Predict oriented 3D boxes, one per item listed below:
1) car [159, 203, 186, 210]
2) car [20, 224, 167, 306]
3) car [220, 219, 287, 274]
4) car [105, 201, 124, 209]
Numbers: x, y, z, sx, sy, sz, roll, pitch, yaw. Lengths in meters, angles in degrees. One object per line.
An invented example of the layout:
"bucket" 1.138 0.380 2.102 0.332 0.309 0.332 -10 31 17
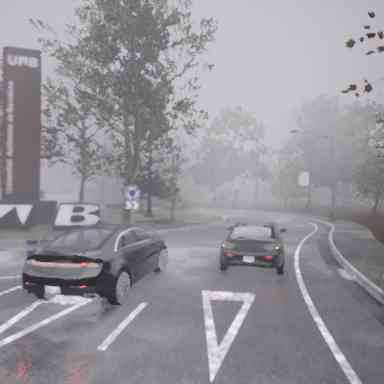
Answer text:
"car" -2.960 1.974 51.045 4.181 1.385 1.994 0 -1 29
"car" -1.999 1.535 8.250 2.128 1.511 4.902 0 0 11
"car" 2.098 1.623 11.001 1.812 1.442 4.674 0 0 15
"car" -10.670 1.947 50.386 4.718 1.301 1.895 0 -1 8
